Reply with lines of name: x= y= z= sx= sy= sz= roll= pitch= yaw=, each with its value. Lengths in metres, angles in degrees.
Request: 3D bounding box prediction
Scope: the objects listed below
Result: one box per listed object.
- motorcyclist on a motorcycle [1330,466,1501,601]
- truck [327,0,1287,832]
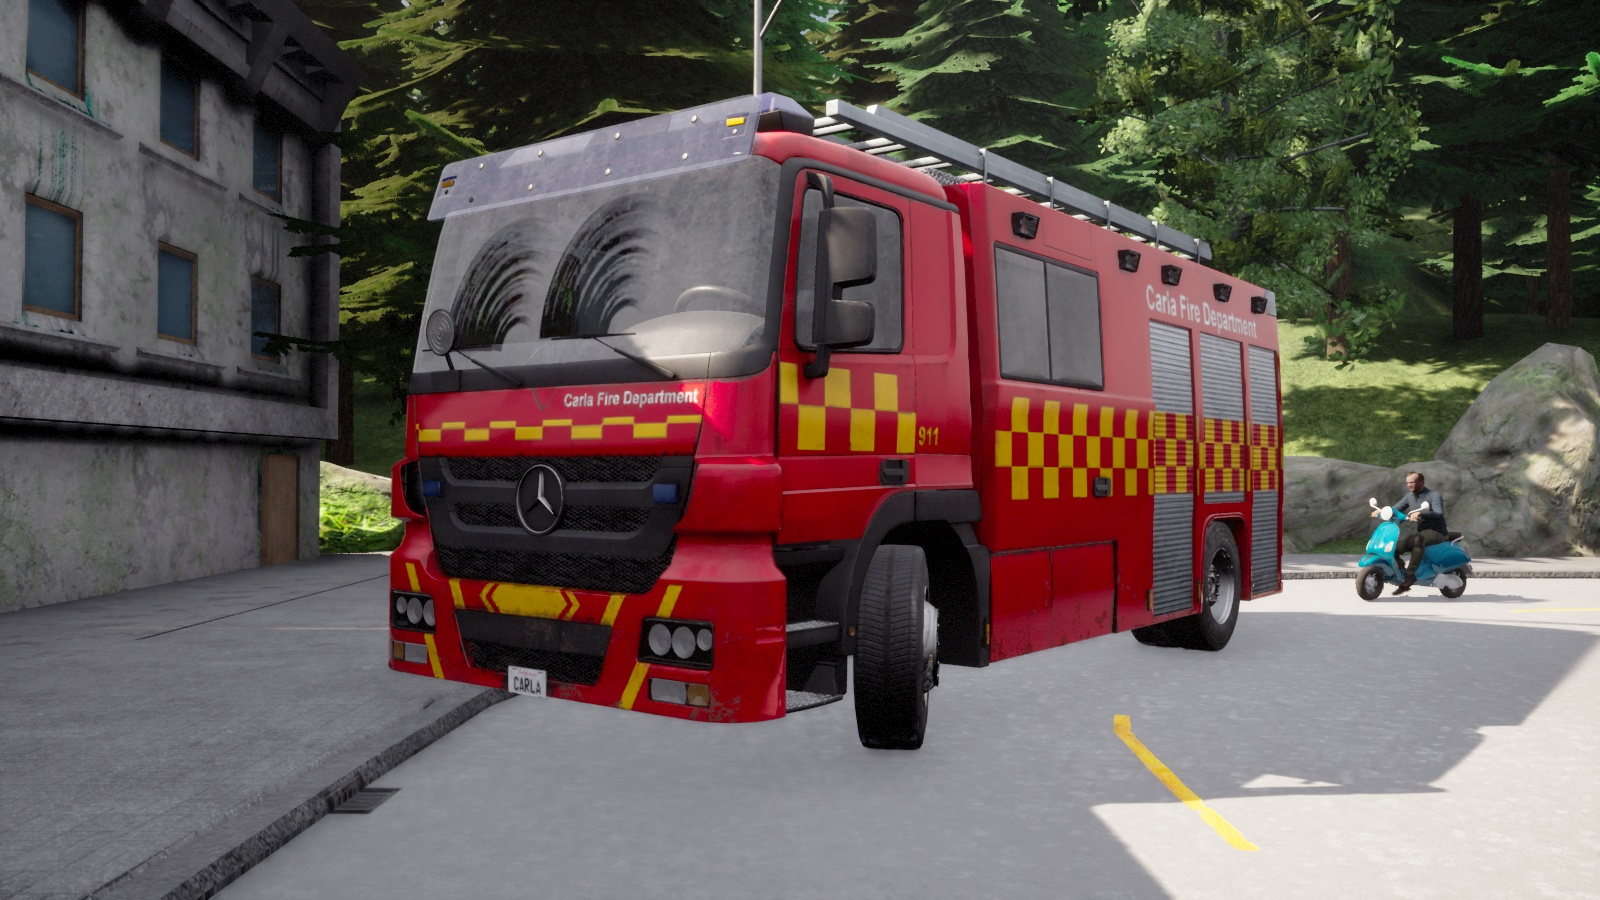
motorcyclist on a motorcycle: x=7.607 y=1.000 z=15.545 sx=1.817 sy=1.590 sz=0.866 roll=1 pitch=-1 yaw=-19
truck: x=0.999 y=-0.190 z=9.724 sx=2.891 sy=3.827 sz=8.468 roll=-1 pitch=-1 yaw=37
